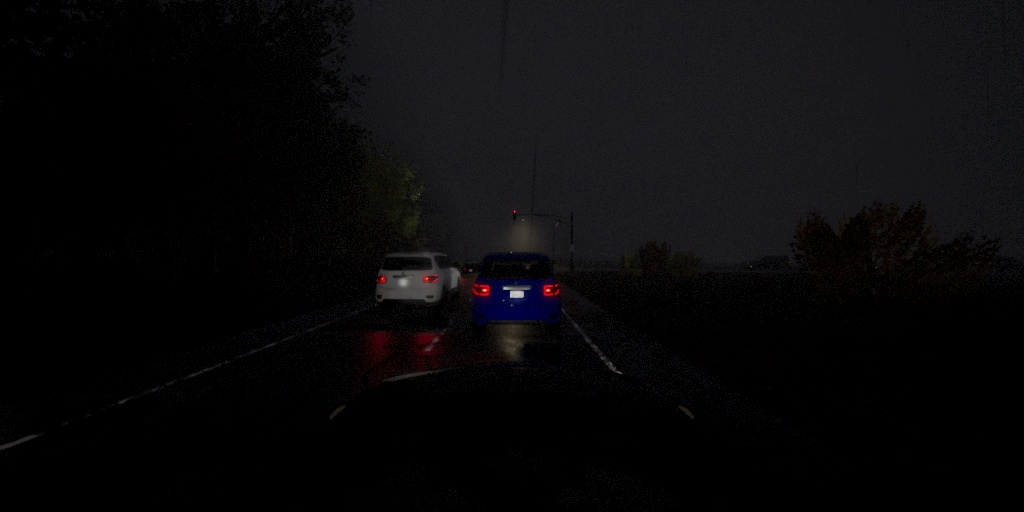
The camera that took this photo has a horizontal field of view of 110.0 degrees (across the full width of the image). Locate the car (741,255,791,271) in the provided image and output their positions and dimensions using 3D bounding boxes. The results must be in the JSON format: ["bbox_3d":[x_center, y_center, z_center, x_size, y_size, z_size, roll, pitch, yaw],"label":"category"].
[{"bbox_3d":[33.310,0.935,47.040,5.566,2.045,2.150,1,0,1],"label":"car"}]

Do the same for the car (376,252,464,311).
[{"bbox_3d":[-3.394,0.853,13.942,2.150,2.045,5.566,0,1,0],"label":"car"}]

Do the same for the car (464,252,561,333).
[{"bbox_3d":[0.106,0.888,10.514,2.150,2.045,5.566,0,1,0],"label":"car"}]

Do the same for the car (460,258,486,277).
[{"bbox_3d":[-3.382,0.979,31.733,1.812,1.442,4.674,0,1,0],"label":"car"}]
